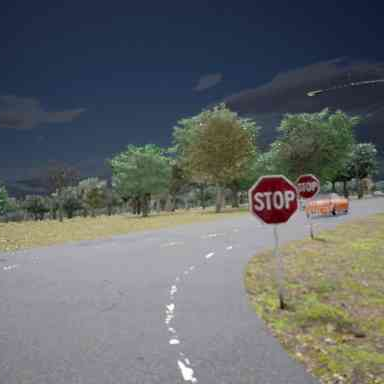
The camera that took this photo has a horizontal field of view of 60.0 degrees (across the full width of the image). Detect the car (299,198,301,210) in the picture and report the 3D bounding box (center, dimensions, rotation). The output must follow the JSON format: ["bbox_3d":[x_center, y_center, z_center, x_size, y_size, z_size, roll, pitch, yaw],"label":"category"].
[{"bbox_3d":[13.354,1.458,40.044,1.812,1.442,4.674,-7,-3,39],"label":"car"}]

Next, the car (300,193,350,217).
[{"bbox_3d":[10.512,0.886,25.642,2.097,1.767,4.553,-7,-3,39],"label":"car"}]

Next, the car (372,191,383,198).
[{"bbox_3d":[41.732,0.520,74.617,1.812,1.442,4.674,-7,-3,39],"label":"car"}]
